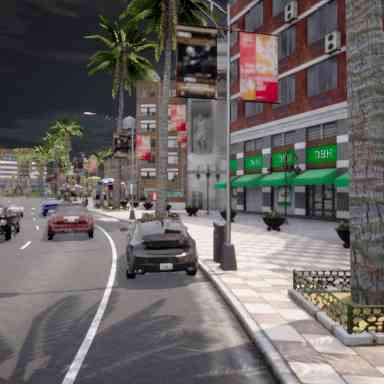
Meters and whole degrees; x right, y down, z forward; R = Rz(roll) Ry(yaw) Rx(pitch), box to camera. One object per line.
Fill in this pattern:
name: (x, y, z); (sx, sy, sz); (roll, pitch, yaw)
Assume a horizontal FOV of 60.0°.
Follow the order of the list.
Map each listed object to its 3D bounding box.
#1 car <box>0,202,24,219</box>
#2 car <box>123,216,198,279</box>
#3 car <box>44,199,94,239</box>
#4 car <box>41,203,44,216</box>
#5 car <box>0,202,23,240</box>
car: (-16.328, 1.587, 30.130); (1.895, 1.301, 4.718); (0, 0, -26)
car: (-1.087, 1.504, 10.197); (1.837, 1.490, 4.892); (0, 0, -11)
car: (-6.471, 1.346, 17.685); (2.097, 1.767, 4.553); (0, 0, -21)
car: (-13.646, 1.466, 32.597); (1.882, 1.535, 5.008); (0, 0, -27)
car: (-9.804, 1.485, 16.631); (2.128, 1.511, 4.902); (0, 0, -21)
